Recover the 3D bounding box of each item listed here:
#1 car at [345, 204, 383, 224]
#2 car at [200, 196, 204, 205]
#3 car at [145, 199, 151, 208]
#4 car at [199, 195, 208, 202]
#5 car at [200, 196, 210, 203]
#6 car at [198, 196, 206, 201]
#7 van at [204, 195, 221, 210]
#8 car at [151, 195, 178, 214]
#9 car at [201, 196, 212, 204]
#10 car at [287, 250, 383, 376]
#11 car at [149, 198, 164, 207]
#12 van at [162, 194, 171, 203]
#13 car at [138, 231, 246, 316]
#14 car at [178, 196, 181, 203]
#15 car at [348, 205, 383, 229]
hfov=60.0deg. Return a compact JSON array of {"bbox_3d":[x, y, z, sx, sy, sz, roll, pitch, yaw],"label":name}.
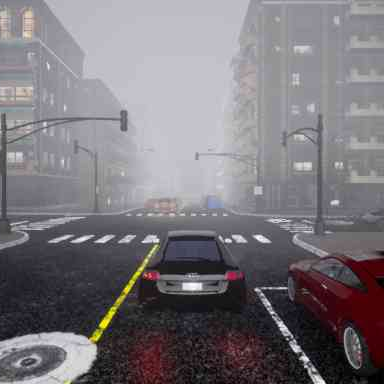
[{"bbox_3d":[14.623,1.727,26.199,4.181,1.385,1.994,1,0,0],"label":"car"},{"bbox_3d":[2.753,1.367,48.683,2.192,1.841,5.009,-1,0,0],"label":"car"},{"bbox_3d":[-5.810,1.634,48.738,1.802,1.307,4.206,-1,0,0],"label":"car"},{"bbox_3d":[2.782,1.597,81.808,1.967,1.590,4.097,-1,0,0],"label":"car"},{"bbox_3d":[2.729,1.662,70.765,1.887,1.381,4.507,-1,0,0],"label":"car"},{"bbox_3d":[2.814,1.768,92.853,1.947,1.339,4.313,-1,0,0],"label":"car"},{"bbox_3d":[2.839,1.381,43.186,1.690,1.788,3.998,-1,0,0],"label":"van"},{"bbox_3d":[-2.875,1.380,35.461,2.097,1.767,4.553,0,0,-3],"label":"car"},{"bbox_3d":[2.724,1.538,65.245,1.967,1.590,4.097,-1,0,0],"label":"car"},{"bbox_3d":[2.796,1.582,5.284,1.802,1.307,4.206,0,0,0],"label":"car"},{"bbox_3d":[-5.806,1.631,54.260,1.947,1.339,4.313,-1,0,0],"label":"car"},{"bbox_3d":[-5.795,1.478,76.353,1.690,1.788,3.998,-1,0,0],"label":"van"},{"bbox_3d":[0.007,1.564,7.623,1.994,1.385,4.181,0,0,0],"label":"car"},{"bbox_3d":[-3.063,1.532,49.842,1.882,1.535,5.008,0,1,0],"label":"car"},{"bbox_3d":[13.861,1.730,22.859,5.357,1.411,2.033,1,0,-2],"label":"car"}]
